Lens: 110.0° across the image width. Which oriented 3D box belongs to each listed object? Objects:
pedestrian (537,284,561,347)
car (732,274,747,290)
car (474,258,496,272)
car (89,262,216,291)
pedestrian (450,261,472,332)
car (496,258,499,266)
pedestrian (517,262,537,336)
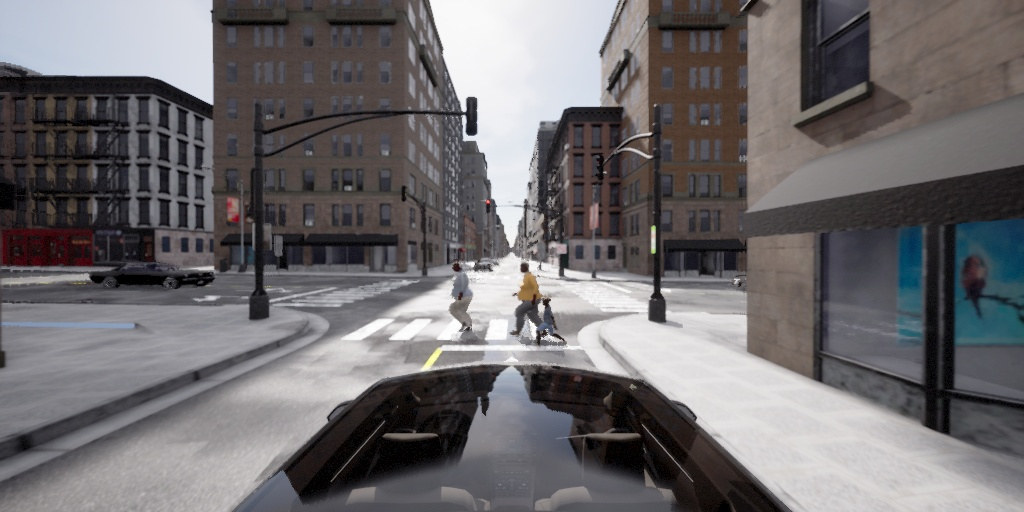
[{"bbox_3d":[0.806,1.000,7.780,0.375,1.860,0.375,0,0,0],"label":"pedestrian"},{"bbox_3d":[15.799,1.380,21.352,4.902,1.511,2.128,1,0,0],"label":"car"},{"bbox_3d":[-3.139,0.971,40.398,1.837,1.490,4.892,0,0,0],"label":"car"},{"bbox_3d":[-17.795,0.976,17.954,4.718,1.301,1.895,1,0,0],"label":"car"},{"bbox_3d":[-1.272,0.986,9.029,0.375,1.860,0.375,0,0,0],"label":"pedestrian"},{"bbox_3d":[-3.090,0.936,57.734,1.895,1.301,4.718,0,0,0],"label":"car"},{"bbox_3d":[0.366,0.996,8.431,0.375,1.860,0.375,0,0,0],"label":"pedestrian"}]
